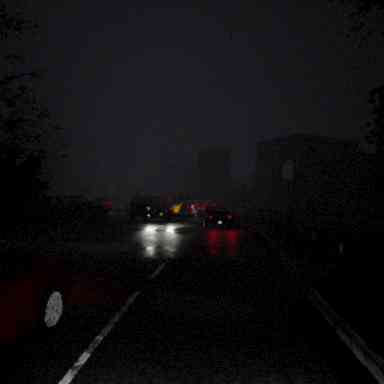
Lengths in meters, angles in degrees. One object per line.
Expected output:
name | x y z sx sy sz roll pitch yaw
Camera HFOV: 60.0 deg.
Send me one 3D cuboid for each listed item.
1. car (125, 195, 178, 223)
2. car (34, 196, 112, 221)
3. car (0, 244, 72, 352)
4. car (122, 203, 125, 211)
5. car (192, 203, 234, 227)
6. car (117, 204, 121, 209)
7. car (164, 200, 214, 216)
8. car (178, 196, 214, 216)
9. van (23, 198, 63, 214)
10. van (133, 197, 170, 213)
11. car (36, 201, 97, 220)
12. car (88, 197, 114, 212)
car | -3.417 1.293 26.814 2.150 2.045 5.566 1 -1 -26
car | -10.082 1.344 28.509 5.566 2.045 2.435 0 -1 -33
car | -3.332 1.463 4.082 1.882 1.535 5.008 0 0 7
car | -5.834 1.764 37.343 1.812 1.442 4.674 0 -1 -32
car | 1.472 1.649 23.314 1.895 1.301 4.718 0 0 -8
car | -8.240 1.995 48.648 5.366 1.575 1.946 0 -2 -33
car | -0.272 1.668 35.869 5.008 1.535 2.097 0 -1 -33
car | 1.352 1.496 33.307 4.553 1.767 2.185 0 -1 -33
van | -18.986 1.731 42.557 4.442 1.987 1.878 0 -2 -33
van | -5.290 1.616 43.476 4.442 1.987 1.878 0 -1 -33
car | -11.547 1.637 30.736 4.892 1.521 2.231 0 -1 -33
car | -13.684 1.834 49.718 2.150 2.045 5.566 0 -2 -33
